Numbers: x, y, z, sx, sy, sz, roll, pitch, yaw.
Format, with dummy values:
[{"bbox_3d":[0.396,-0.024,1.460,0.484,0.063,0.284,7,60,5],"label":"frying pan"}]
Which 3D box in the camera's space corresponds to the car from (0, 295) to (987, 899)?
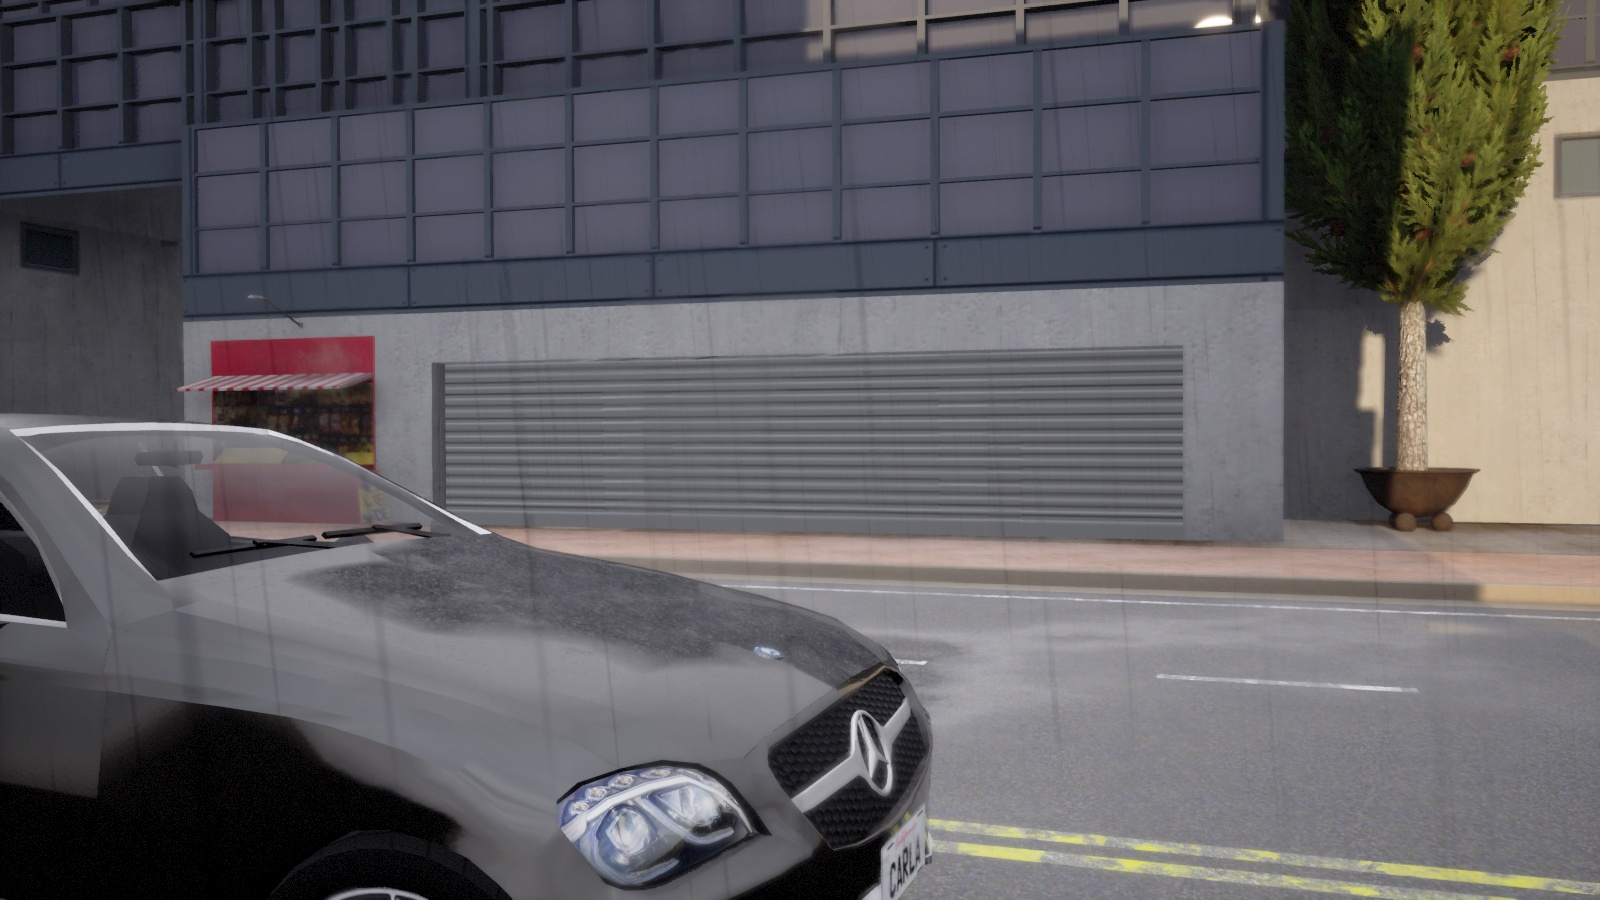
[{"bbox_3d":[-2.120,0.535,3.904,5.027,1.651,2.152,1,1,19],"label":"car"}]
